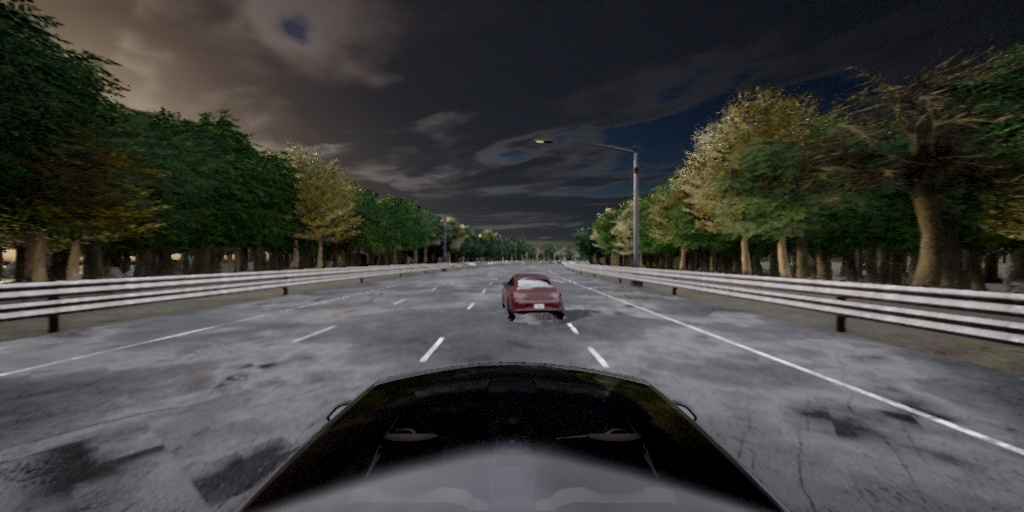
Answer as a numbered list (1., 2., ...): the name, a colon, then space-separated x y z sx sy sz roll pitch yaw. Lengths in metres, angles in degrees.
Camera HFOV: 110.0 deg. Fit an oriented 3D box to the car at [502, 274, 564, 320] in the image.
1. car: 0.649 1.377 13.152 1.812 1.442 4.674 0 0 -4
